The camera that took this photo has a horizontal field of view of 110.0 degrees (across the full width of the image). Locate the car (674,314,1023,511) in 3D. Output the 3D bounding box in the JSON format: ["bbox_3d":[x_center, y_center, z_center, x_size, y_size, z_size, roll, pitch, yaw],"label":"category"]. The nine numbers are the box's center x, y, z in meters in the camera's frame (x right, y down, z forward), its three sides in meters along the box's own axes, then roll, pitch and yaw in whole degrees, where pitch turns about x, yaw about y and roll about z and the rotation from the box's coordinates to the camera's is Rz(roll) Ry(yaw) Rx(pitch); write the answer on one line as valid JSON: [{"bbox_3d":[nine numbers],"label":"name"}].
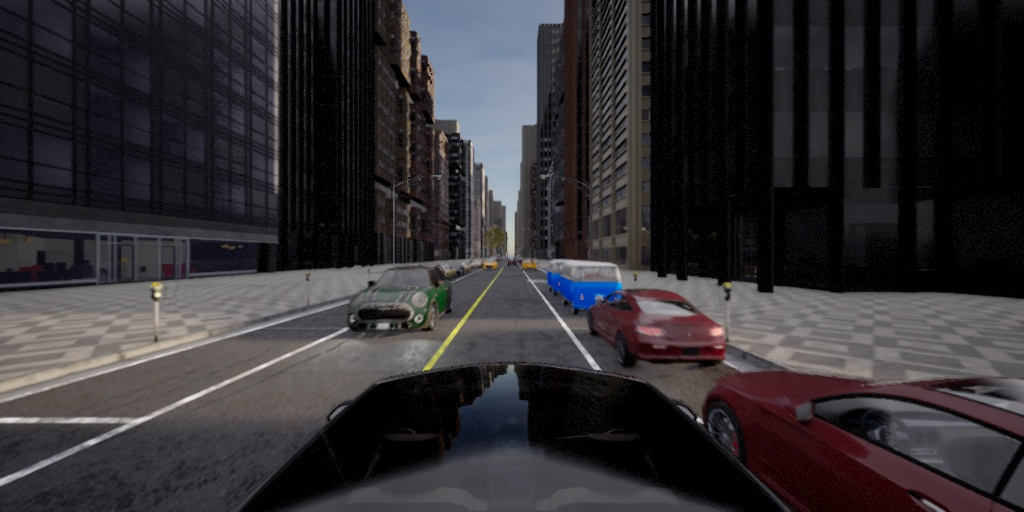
[{"bbox_3d":[2.763,1.332,1.946,1.802,1.307,4.207,0,0,0],"label":"car"}]

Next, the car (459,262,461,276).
[{"bbox_3d":[-5.755,1.254,30.163,1.751,1.417,4.829,0,0,0],"label":"car"}]

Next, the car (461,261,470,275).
[{"bbox_3d":[-5.753,1.290,36.011,1.948,1.339,4.313,0,0,0],"label":"car"}]

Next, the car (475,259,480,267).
[{"bbox_3d":[-5.747,1.238,58.550,1.751,1.417,4.829,0,0,0],"label":"car"}]

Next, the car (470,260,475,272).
[{"bbox_3d":[-5.751,1.246,41.517,1.751,1.417,4.829,0,0,0],"label":"car"}]

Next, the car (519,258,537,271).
[{"bbox_3d":[2.374,1.194,49.896,1.882,1.535,5.008,0,0,0],"label":"car"}]

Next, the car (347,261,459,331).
[{"bbox_3d":[-3.097,1.095,10.867,2.097,1.767,4.553,0,0,0],"label":"car"}]

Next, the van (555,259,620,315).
[{"bbox_3d":[2.766,1.083,13.301,1.690,1.789,3.998,0,0,0],"label":"van"}]

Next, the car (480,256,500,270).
[{"bbox_3d":[-3.059,1.193,51.196,1.882,1.535,5.008,0,0,0],"label":"car"}]

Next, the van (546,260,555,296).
[{"bbox_3d":[2.767,1.079,18.979,1.690,1.789,3.998,0,0,0],"label":"van"}]

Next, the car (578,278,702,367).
[{"bbox_3d":[2.764,1.328,7.623,1.802,1.307,4.207,0,0,0],"label":"car"}]
